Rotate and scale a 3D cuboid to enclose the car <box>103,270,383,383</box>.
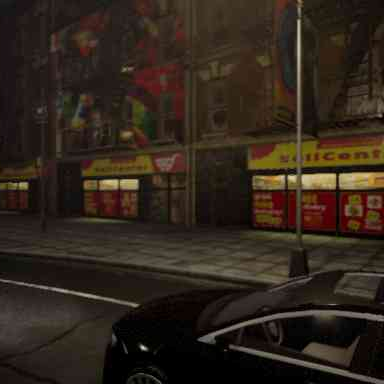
[{"bbox_3d":[1.346,1.477,2.804,4.902,1.511,2.128,0,0,34],"label":"car"}]
